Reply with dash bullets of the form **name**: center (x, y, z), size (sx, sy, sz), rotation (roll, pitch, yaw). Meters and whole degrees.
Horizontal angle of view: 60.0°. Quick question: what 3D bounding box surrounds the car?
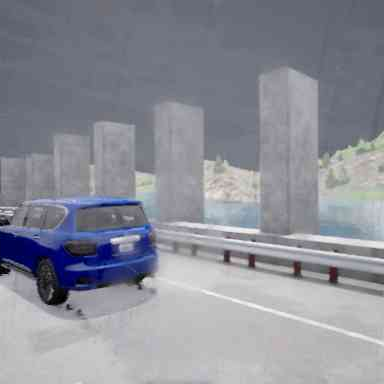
- **car**: center (-3.149, 1.141, 8.168), size (5.566, 2.045, 2.150), rotation (0, 1, 45)
